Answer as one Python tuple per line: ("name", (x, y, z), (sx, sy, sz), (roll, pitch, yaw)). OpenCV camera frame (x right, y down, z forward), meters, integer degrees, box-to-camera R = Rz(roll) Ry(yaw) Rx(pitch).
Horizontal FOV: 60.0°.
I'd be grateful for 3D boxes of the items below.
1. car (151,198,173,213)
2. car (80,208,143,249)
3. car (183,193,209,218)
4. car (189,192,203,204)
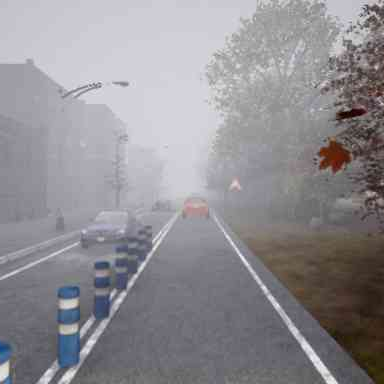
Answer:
("car", (-3.002, 1.326, 33.976), (1.994, 1.385, 4.181), (0, 0, 1))
("car", (-3.269, 1.440, 14.333), (1.812, 1.442, 4.674), (0, 0, 1))
("car", (0.349, 1.162, 28.026), (2.097, 1.767, 4.553), (0, 0, 1))
("car", (0.668, 0.948, 51.853), (2.097, 1.767, 4.553), (0, 0, 1))
